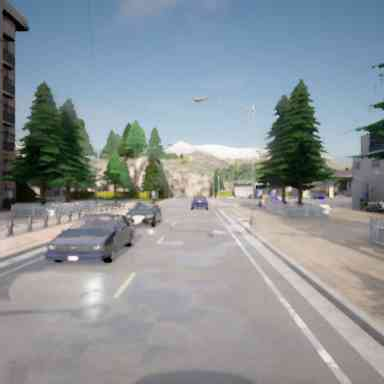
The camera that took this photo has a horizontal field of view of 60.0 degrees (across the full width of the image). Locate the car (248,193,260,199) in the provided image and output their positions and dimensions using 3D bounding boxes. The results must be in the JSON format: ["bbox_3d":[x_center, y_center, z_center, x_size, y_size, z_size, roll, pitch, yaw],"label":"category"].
[{"bbox_3d":[16.176,1.129,89.629,2.007,1.523,4.514,0,0,2],"label":"car"}]

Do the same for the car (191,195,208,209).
[{"bbox_3d":[0.994,1.224,42.537,2.097,1.767,4.553,0,0,2],"label":"car"}]

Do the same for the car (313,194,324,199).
[{"bbox_3d":[30.906,1.169,81.530,1.845,1.501,3.633,0,0,2],"label":"car"}]

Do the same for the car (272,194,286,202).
[{"bbox_3d":[18.567,1.233,70.929,1.970,1.475,3.806,0,0,2],"label":"car"}]

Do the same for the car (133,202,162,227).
[{"bbox_3d":[-3.111,1.424,22.256,2.128,1.511,4.902,0,0,1],"label":"car"}]

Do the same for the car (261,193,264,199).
[{"bbox_3d":[19.313,1.128,89.580,2.152,1.636,5.027,0,0,2],"label":"car"}]

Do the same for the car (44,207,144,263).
[{"bbox_3d":[-3.344,1.508,12.174,2.033,1.411,5.357,0,0,1],"label":"car"}]

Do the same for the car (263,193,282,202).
[{"bbox_3d":[15.350,1.235,63.608,1.845,1.501,3.633,0,0,2],"label":"car"}]
